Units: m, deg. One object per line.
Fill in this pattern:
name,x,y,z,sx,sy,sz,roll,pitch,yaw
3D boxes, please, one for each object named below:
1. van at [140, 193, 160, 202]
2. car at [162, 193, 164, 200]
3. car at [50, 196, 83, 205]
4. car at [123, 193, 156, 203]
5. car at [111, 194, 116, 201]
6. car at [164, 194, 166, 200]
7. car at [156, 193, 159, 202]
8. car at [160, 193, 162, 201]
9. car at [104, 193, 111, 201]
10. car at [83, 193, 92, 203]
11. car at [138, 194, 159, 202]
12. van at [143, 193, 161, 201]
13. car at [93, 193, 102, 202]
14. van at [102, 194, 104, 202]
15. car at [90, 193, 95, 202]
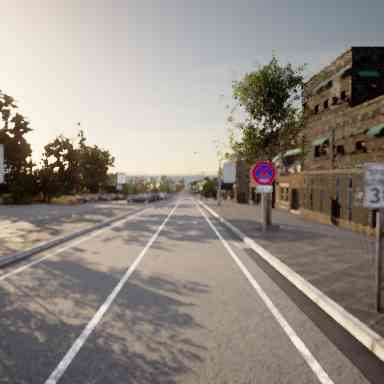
van,-9.945,1.282,79.360,4.442,1.987,1.878,0,0,-1
car,-10.100,1.532,82.160,4.892,1.521,2.231,0,0,-1
car,-22.832,1.462,59.586,5.008,1.535,2.097,0,0,-1
car,-9.794,1.413,62.544,4.892,1.521,2.231,0,0,-1
car,-23.269,1.632,87.429,5.008,1.535,2.097,0,0,-1
car,-10.194,1.577,87.765,5.008,1.535,2.097,0,0,-1
car,-9.872,1.169,65.344,5.566,2.045,2.435,0,0,-1
car,-10.000,1.214,73.754,5.566,2.045,2.435,0,0,-1
car,-23.180,1.626,81.858,4.674,1.452,2.002,0,0,-1
car,-22.926,1.474,65.153,5.008,1.535,2.097,0,0,-1
car,-9.984,1.359,76.554,4.553,1.767,2.185,0,0,-1
van,-10.269,1.329,84.962,4.442,1.987,1.878,0,0,-1
car,-23.017,1.394,73.509,4.553,1.767,2.185,0,0,-1
van,-23.209,1.314,76.287,4.442,1.987,1.878,0,0,-1
car,-22.964,1.527,67.940,4.674,1.452,2.002,0,0,-1
